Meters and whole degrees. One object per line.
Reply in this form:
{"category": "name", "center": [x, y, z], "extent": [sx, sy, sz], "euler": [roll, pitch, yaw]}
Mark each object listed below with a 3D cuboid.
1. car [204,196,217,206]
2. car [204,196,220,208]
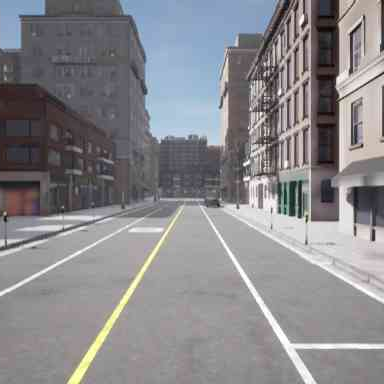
{"category": "car", "center": [3.015, 1.459, 54.926], "extent": [1.882, 1.535, 5.008], "euler": [0, 0, 0]}
{"category": "car", "center": [3.020, 1.480, 47.926], "extent": [1.837, 1.490, 4.892], "euler": [0, 0, 0]}
